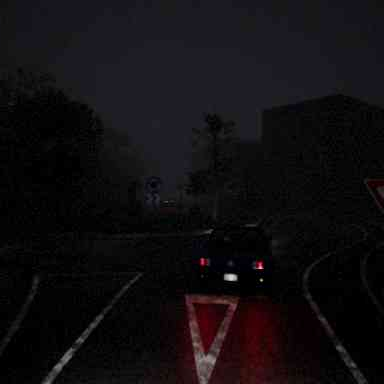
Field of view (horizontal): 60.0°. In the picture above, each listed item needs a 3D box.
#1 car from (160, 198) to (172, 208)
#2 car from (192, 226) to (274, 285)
[{"bbox_3d":[-3.700,1.555,49.445,2.128,1.511,4.902,0,0,-10],"label":"car"},{"bbox_3d":[1.418,1.637,9.743,1.895,1.301,4.718,1,1,14],"label":"car"}]
